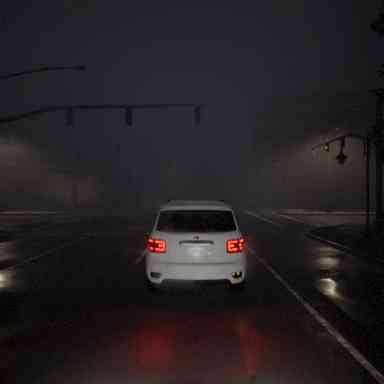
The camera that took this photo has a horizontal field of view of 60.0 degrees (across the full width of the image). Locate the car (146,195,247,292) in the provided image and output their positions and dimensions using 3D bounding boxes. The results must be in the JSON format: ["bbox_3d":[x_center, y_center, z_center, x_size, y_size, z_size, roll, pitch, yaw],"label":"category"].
[{"bbox_3d":[0.089,1.221,9.091,2.150,2.045,5.566,0,0,0],"label":"car"}]

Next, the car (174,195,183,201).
[{"bbox_3d":[-3.287,1.539,82.512,2.033,1.411,5.357,0,0,0],"label":"car"}]

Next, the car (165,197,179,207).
[{"bbox_3d":[-3.120,1.547,52.584,2.033,1.411,5.357,0,0,0],"label":"car"}]

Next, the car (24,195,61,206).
[{"bbox_3d":[-23.303,1.295,51.024,4.611,1.667,2.242,0,0,1],"label":"car"}]

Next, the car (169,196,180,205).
[{"bbox_3d":[-3.183,1.478,62.161,1.882,1.535,5.008,0,0,0],"label":"car"}]

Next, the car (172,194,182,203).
[{"bbox_3d":[-3.202,1.355,72.164,2.097,1.767,4.553,0,0,0],"label":"car"}]

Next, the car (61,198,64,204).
[{"bbox_3d":[-24.018,1.456,56.775,3.806,1.475,1.970,0,0,1],"label":"car"}]

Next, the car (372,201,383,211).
[{"bbox_3d":[24.724,1.524,41.021,4.674,1.442,1.812,0,0,1],"label":"car"}]

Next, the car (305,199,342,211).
[{"bbox_3d":[16.225,1.564,41.091,4.181,1.385,1.994,0,0,0],"label":"car"}]
